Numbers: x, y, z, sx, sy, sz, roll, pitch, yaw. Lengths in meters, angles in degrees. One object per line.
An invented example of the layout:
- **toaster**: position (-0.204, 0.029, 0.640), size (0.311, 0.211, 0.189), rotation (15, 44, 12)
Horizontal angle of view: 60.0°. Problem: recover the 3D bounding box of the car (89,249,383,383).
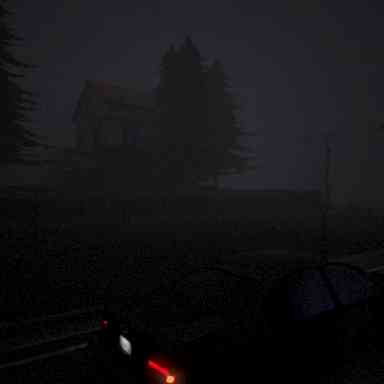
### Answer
- **car**: position (1.399, 1.570, 4.733), size (5.357, 1.411, 2.033), rotation (0, 0, -35)
